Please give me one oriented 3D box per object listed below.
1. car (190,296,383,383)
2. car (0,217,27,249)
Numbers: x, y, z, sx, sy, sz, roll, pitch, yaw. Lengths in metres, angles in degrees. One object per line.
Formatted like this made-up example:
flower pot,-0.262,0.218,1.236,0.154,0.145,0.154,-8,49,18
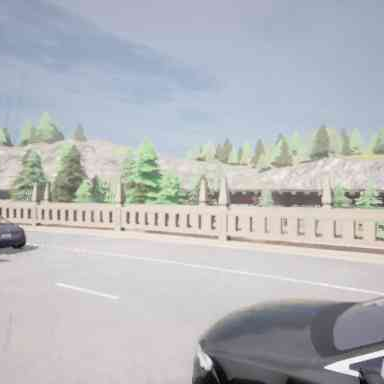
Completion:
car,2.229,1.490,2.369,4.902,1.511,2.128,0,0,35
car,-8.521,1.572,13.096,4.181,1.385,1.994,0,0,29
